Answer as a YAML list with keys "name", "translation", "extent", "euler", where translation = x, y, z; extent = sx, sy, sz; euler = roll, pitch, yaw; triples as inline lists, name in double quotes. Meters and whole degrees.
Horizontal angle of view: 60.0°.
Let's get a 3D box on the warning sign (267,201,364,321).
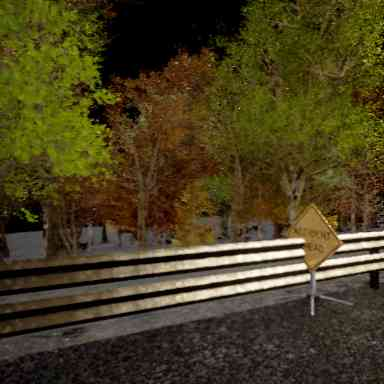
- name: "warning sign"
  translation: [2.266, 1.140, 6.220]
  extent: [1.060, 1.860, 1.300]
  euler: [-1, 2, -29]
